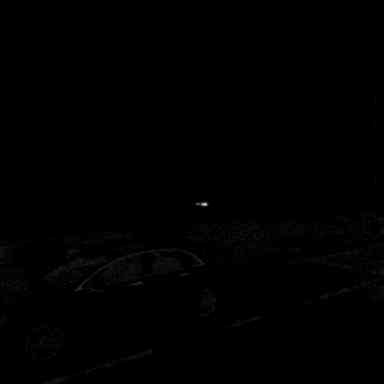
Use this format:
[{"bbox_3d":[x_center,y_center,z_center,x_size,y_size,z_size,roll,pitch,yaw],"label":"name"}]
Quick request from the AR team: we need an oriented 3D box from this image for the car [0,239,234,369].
[{"bbox_3d":[-1.248,1.551,5.643,4.403,1.369,2.008,0,0,-36],"label":"car"}]
